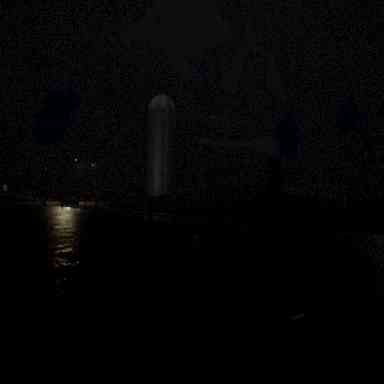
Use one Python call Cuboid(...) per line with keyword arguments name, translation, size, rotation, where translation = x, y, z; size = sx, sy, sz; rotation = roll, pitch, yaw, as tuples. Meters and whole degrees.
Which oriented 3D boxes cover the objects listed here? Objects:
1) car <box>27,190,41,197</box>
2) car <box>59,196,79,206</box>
Cuboid(name="car", translation=(-39.487, 0.488, 84.157), size=(1.882, 1.535, 5.008), rotation=(2, 0, -36))
Cuboid(name="car", translation=(-18.482, 1.332, 50.018), size=(1.895, 1.301, 4.718), rotation=(2, 0, -36))
